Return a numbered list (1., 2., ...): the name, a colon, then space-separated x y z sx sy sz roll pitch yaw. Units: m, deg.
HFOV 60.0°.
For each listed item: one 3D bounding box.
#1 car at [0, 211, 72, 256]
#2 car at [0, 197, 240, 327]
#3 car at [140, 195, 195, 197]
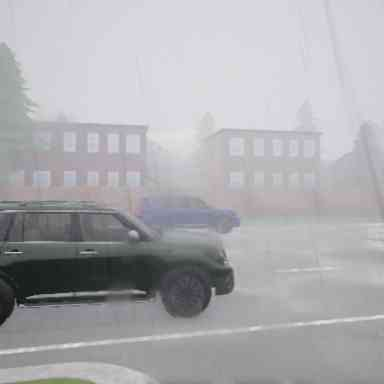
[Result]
1. car: -7.503 1.534 12.491 5.357 1.411 2.033 0 0 -12
2. car: -2.015 1.208 6.488 5.566 2.045 2.150 0 0 -12
3. car: -0.306 1.180 17.569 5.566 2.045 2.150 0 0 -12
